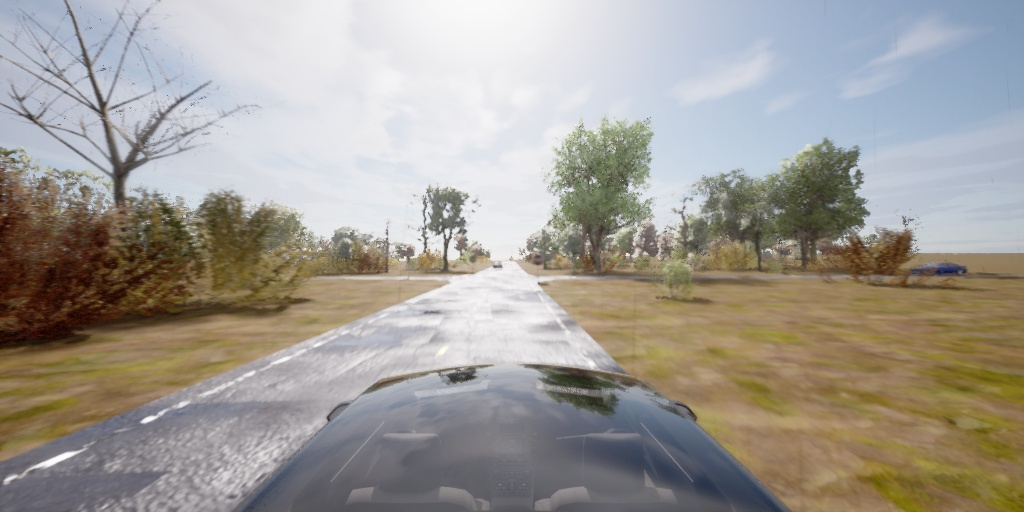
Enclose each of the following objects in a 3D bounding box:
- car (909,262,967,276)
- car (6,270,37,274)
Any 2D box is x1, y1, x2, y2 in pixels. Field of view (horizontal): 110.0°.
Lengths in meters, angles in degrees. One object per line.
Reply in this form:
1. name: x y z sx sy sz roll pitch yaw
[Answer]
1. car: 47.224 1.404 39.825 5.008 1.535 1.882 0 -1 0
2. car: -50.200 1.690 36.925 4.892 1.490 1.837 0 -1 0
